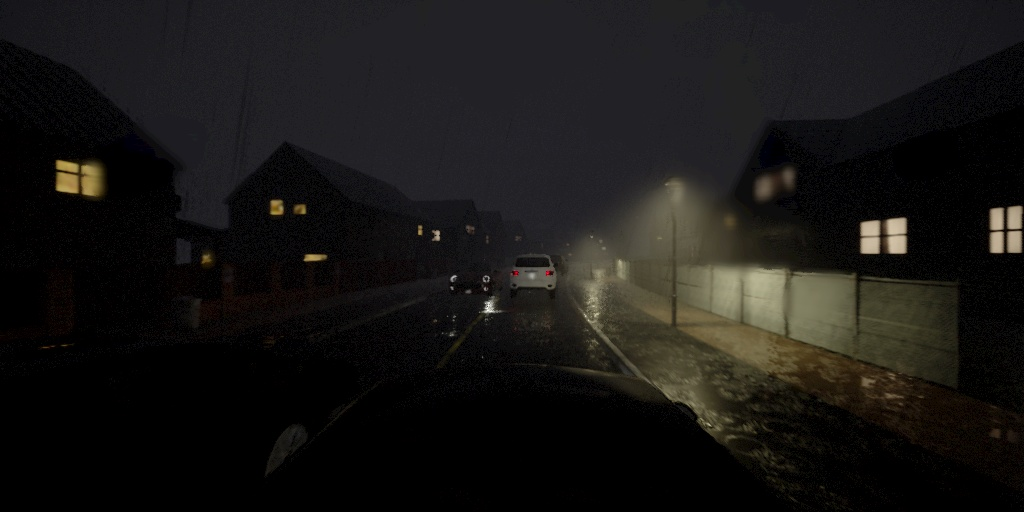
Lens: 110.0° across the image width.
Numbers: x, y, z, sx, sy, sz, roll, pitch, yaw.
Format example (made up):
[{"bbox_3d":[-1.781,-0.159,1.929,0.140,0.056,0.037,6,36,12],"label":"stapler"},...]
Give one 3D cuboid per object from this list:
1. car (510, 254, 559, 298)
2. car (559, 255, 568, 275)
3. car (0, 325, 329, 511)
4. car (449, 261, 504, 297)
[{"bbox_3d":[1.182,0.939,18.644,2.150,2.045,5.566,0,0,6],"label":"car"},{"bbox_3d":[4.547,0.904,37.448,2.150,2.045,5.566,0,0,14],"label":"car"},{"bbox_3d":[-2.737,1.217,1.453,1.882,1.535,5.008,0,0,0],"label":"car"},{"bbox_3d":[-1.748,1.060,18.698,2.097,1.767,4.553,0,0,7],"label":"car"}]
